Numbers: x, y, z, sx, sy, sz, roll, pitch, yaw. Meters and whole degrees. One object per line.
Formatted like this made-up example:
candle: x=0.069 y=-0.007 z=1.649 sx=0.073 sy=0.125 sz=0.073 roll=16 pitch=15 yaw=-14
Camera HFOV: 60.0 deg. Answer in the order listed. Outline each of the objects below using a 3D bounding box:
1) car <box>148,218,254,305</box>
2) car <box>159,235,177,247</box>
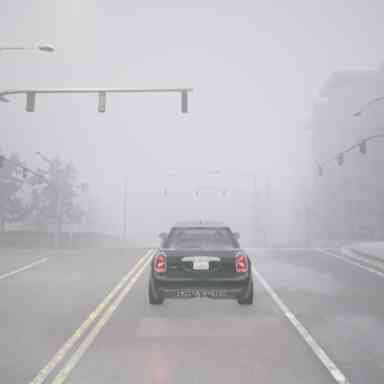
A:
car: x=0.196 y=1.455 z=8.491 sx=2.097 sy=1.767 sz=4.553 roll=0 pitch=-1 yaw=1
car: x=-2.977 y=6.344 z=42.764 sx=1.837 sy=1.490 sz=4.892 roll=0 pitch=-9 yaw=1
